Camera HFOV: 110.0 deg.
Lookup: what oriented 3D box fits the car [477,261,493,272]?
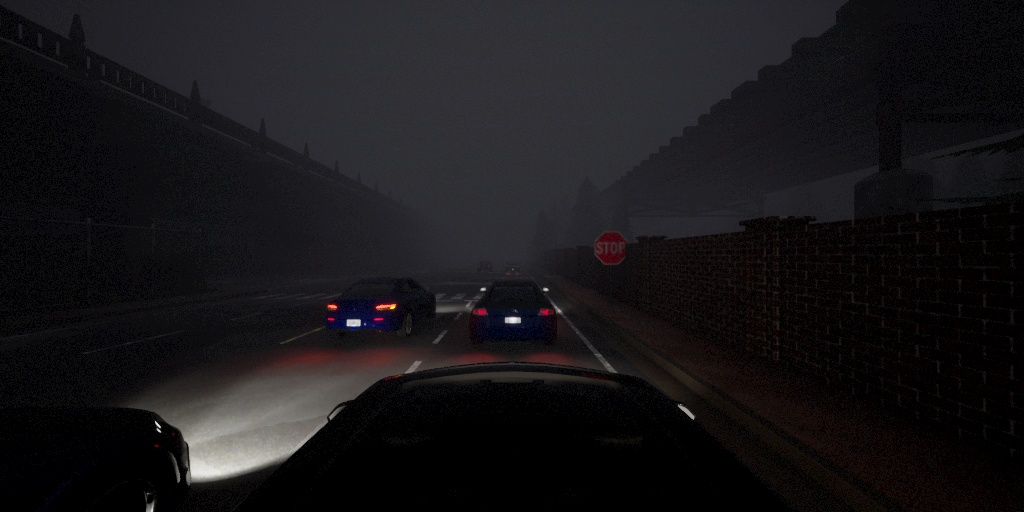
[{"bbox_3d":[-3.430,1.297,46.057,2.033,1.411,5.357,0,0,-1],"label":"car"}]

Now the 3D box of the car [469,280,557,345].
[{"bbox_3d":[0.062,1.314,9.511,1.994,1.385,4.181,0,0,1],"label":"car"}]

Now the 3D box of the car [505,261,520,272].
[{"bbox_3d":[0.065,1.351,46.255,1.895,1.301,4.718,0,0,-1],"label":"car"}]

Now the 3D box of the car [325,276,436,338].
[{"bbox_3d":[-3.420,1.276,10.031,1.812,1.442,4.674,0,0,0],"label":"car"}]

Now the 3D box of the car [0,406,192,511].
[{"bbox_3d":[-3.399,1.314,0.935,1.994,1.385,4.181,0,0,0],"label":"car"}]
